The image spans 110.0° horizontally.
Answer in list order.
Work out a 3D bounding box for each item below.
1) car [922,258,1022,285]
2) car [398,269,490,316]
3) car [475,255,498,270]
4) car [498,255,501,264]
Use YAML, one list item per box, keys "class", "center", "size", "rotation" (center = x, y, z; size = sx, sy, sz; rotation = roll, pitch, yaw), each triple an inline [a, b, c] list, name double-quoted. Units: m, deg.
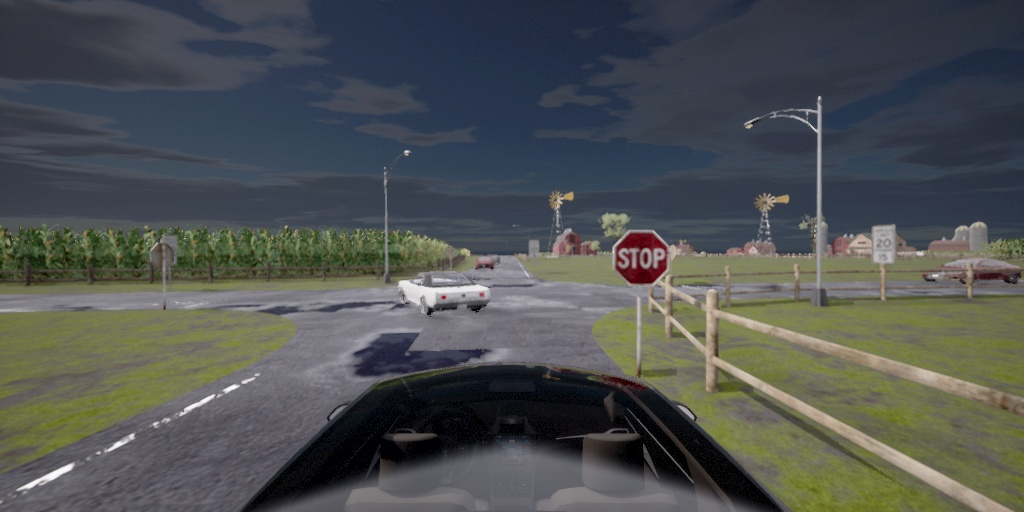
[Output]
- class: "car"
  center: [26.714, 0.862, 20.849]
  size: [4.674, 1.442, 1.812]
  rotation: [0, 1, -5]
- class: "car"
  center: [-2.614, 1.204, 12.653]
  size: [1.895, 1.301, 4.718]
  rotation: [-1, 1, -30]
- class: "car"
  center: [-2.932, 0.737, 39.606]
  size: [1.882, 1.535, 5.008]
  rotation: [0, 1, 0]
- class: "car"
  center: [-2.920, 0.515, 59.726]
  size: [2.128, 1.511, 4.902]
  rotation: [0, 1, 0]
